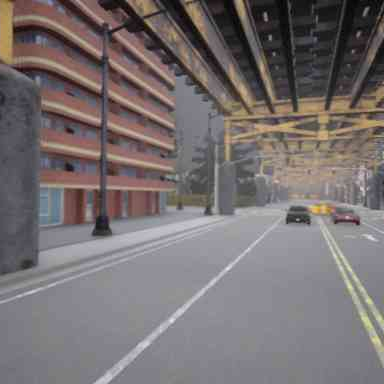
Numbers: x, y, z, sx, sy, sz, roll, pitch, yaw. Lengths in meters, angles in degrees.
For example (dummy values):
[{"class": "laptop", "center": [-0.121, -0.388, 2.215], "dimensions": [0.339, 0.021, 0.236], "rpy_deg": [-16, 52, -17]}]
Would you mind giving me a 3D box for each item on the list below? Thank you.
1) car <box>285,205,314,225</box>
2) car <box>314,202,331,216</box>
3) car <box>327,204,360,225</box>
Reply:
[{"class": "car", "center": [8.853, 1.858, 27.605], "dimensions": [1.882, 1.535, 5.008], "rpy_deg": [1, 0, 19]}, {"class": "car", "center": [15.600, 1.989, 39.743], "dimensions": [1.882, 1.535, 5.008], "rpy_deg": [1, 0, -6]}, {"class": "car", "center": [12.872, 1.979, 28.103], "dimensions": [1.994, 1.385, 4.181], "rpy_deg": [1, 0, 18]}]
